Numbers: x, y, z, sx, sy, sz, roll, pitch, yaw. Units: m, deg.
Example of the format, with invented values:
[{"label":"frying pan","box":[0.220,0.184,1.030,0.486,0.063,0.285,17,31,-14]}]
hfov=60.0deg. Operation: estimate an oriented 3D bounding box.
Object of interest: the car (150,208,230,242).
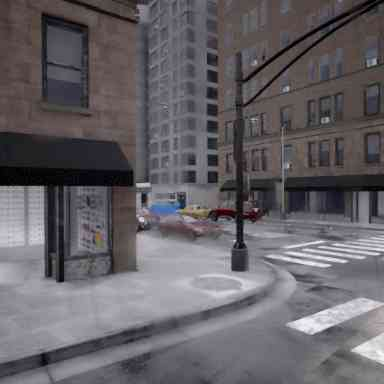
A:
[{"label":"car","box":[-0.242,1.778,17.626,1.802,1.307,4.206,-1,0,-36]}]

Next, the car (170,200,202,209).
[{"label":"car","box":[0.147,1.804,31.679,1.752,1.417,4.829,-1,0,-36]}]

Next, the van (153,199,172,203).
[{"label":"van","box":[-2.973,1.688,36.009,1.690,1.788,3.998,-1,0,-36]}]

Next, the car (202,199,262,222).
[{"label":"car","box":[3.456,1.521,27.073,2.192,1.841,5.009,-1,0,-36]}]

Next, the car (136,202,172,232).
[{"label":"car","box":[-3.460,1.705,22.093,1.967,1.590,4.097,-1,0,-36]}]
